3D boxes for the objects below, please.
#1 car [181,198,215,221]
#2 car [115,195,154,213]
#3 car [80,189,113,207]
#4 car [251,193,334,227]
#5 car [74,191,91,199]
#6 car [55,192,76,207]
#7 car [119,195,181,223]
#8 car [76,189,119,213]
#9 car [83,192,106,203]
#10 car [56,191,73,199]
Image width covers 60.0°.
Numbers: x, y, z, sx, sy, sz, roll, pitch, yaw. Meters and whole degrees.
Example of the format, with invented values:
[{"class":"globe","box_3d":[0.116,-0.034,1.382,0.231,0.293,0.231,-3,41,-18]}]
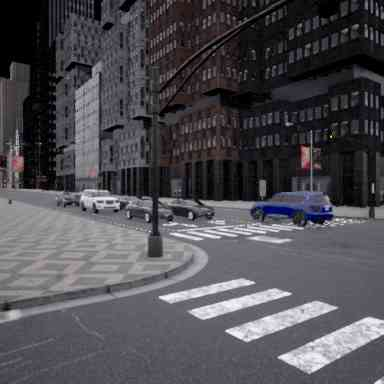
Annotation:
[{"class":"car","box_3d":[-0.276,1.245,24.965,1.837,1.490,4.892,0,1,-38]},{"class":"car","box_3d":[-5.720,1.113,32.553,1.837,1.490,4.892,0,1,-36]},{"class":"car","box_3d":[-11.869,0.677,41.093,2.150,2.045,5.566,0,1,-35]},{"class":"car","box_3d":[6.360,1.050,21.704,2.150,2.045,5.566,0,1,-36]},{"class":"car","box_3d":[-21.885,0.571,66.395,1.812,1.442,4.674,0,1,-36]},{"class":"car","box_3d":[-14.943,0.995,39.789,2.033,1.411,5.357,0,1,-36]},{"class":"car","box_3d":[-3.040,1.244,23.284,1.837,1.490,4.892,0,1,-36]},{"class":"car","box_3d":[-8.729,0.823,31.168,2.150,2.045,5.566,0,1,-36]},{"class":"car","box_3d":[-15.088,0.802,51.423,1.837,1.490,4.892,0,0,-36]},{"class":"car","box_3d":[-25.087,0.596,65.276,1.994,1.385,4.181,0,1,-36]}]
